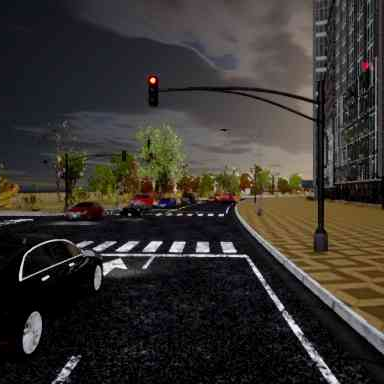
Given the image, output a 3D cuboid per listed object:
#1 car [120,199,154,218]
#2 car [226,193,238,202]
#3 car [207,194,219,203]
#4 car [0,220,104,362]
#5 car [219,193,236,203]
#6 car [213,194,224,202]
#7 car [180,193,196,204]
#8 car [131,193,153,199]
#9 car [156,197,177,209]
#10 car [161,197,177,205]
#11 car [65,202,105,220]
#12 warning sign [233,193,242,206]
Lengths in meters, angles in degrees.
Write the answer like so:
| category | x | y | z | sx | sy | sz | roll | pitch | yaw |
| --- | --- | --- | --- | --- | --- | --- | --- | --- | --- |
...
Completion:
| category | x | y | z | sx | sy | sz | roll | pitch | yaw |
| --- | --- | --- | --- | --- | --- | --- | --- | --- | --- |
| car | -5.053 | 1.599 | 30.230 | 1.895 | 1.301 | 4.718 | 0 | 0 | 5 |
| car | 9.777 | 1.245 | 80.389 | 2.150 | 2.045 | 5.566 | 0 | 0 | 14 |
| car | 4.506 | 1.573 | 71.219 | 1.994 | 1.385 | 4.181 | 0 | 0 | 12 |
| car | -3.012 | 1.504 | 5.889 | 1.837 | 1.490 | 4.892 | 0 | 0 | 1 |
| car | 7.622 | 1.239 | 70.097 | 2.150 | 2.045 | 5.566 | 0 | 0 | 12 |
| car | 6.470 | 1.372 | 80.528 | 2.097 | 1.767 | 4.553 | 0 | 0 | 14 |
| car | -0.692 | 1.230 | 62.155 | 2.150 | 2.045 | 5.566 | 0 | 0 | 11 |
| car | -6.714 | 1.221 | 44.631 | 2.150 | 2.045 | 5.566 | 0 | 0 | 8 |
| car | -3.431 | 1.526 | 44.651 | 1.812 | 1.442 | 4.674 | 0 | 0 | 8 |
| car | -4.139 | 1.568 | 61.314 | 1.994 | 1.385 | 4.181 | 0 | 0 | 10 |
| car | -8.575 | 1.523 | 27.162 | 1.812 | 1.442 | 4.674 | 0 | 0 | 5 |
| warning sign | 6.548 | 1.122 | 48.212 | 1.300 | 1.860 | 1.060 | 0 | 0 | 8 |
